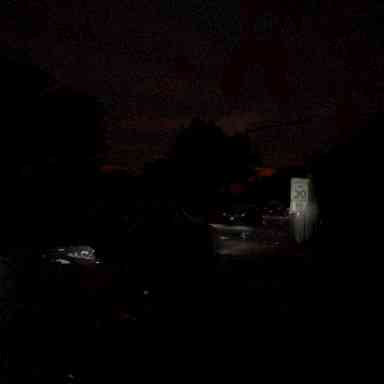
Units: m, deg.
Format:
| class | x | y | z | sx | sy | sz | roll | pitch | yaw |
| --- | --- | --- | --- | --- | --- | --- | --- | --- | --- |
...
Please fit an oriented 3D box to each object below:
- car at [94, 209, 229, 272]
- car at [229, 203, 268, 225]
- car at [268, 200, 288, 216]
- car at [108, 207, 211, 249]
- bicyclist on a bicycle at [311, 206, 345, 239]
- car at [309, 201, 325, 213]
| class | x | y | z | sx | sy | sz | roll | pitch | yaw |
| --- | --- | --- | --- | --- | --- | --- | --- | --- | --- |
| car | -0.962 | 1.392 | 11.446 | 2.097 | 1.767 | 4.553 | 1 | 1 | 39 |
| car | 3.849 | 1.525 | 24.607 | 1.812 | 1.442 | 4.674 | 1 | 1 | 29 |
| car | 8.491 | 1.559 | 33.505 | 1.812 | 1.442 | 4.674 | 1 | 0 | 26 |
| car | -1.279 | 1.540 | 15.948 | 2.033 | 1.411 | 5.357 | 1 | 1 | 32 |
| bicyclist on a bicycle | 6.868 | 1.553 | 16.887 | 1.656 | 1.620 | 0.582 | -1 | 0 | 31 |
| car | 15.310 | 1.784 | 40.923 | 1.994 | 1.385 | 4.181 | 1 | 0 | 22 |
